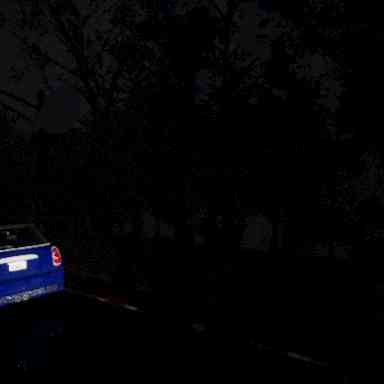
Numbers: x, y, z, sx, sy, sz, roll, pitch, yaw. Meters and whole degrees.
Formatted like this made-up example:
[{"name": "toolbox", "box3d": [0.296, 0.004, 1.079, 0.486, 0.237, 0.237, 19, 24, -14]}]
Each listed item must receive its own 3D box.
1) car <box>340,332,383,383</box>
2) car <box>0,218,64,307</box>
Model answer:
[{"name": "car", "box3d": [3.140, 1.609, 1.449, 4.718, 1.301, 1.895, 0, 0, 35]}, {"name": "car", "box3d": [-4.811, 1.315, 7.108, 4.553, 1.767, 2.097, 0, 0, 35]}]
